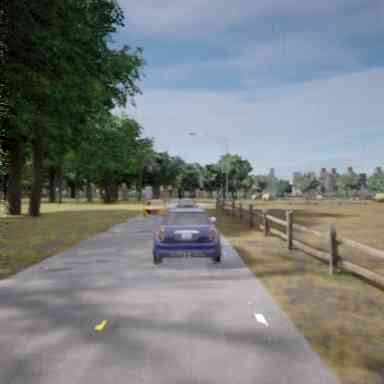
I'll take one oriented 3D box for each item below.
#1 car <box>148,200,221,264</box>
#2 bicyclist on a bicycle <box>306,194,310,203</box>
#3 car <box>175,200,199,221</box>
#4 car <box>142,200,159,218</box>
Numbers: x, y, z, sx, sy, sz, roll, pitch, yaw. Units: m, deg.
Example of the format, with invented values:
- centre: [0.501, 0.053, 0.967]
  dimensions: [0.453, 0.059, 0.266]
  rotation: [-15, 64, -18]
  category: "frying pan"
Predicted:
- centre: [-0.178, 1.324, 11.938]
  dimensions: [2.097, 1.767, 4.553]
  rotation: [0, 0, -1]
  category: "car"
- centre: [19.051, 1.220, 54.827]
  dimensions: [0.582, 1.620, 1.656]
  rotation: [0, 0, -1]
  category: "bicyclist on a bicycle"
- centre: [-0.397, 1.465, 27.965]
  dimensions: [1.837, 1.490, 4.892]
  rotation: [0, 0, -1]
  category: "car"
- centre: [-3.370, 1.464, 30.579]
  dimensions: [1.882, 1.535, 5.008]
  rotation: [0, 0, -1]
  category: "car"
